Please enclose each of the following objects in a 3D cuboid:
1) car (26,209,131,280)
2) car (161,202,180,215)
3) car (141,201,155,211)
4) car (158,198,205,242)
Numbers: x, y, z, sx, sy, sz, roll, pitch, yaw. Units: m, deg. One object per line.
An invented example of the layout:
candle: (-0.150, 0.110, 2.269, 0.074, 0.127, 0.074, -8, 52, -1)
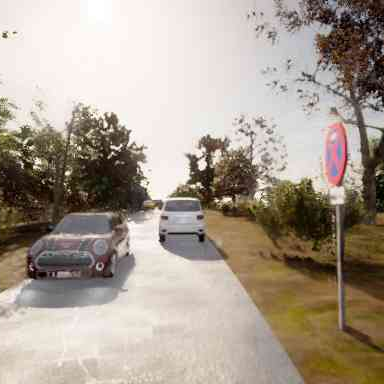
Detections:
car: (-3.163, 1.388, 10.157, 2.097, 1.767, 4.553, 0, 0, -3)
car: (-2.662, 1.922, 40.006, 2.033, 1.411, 5.357, 0, -1, -6)
car: (-6.683, 2.068, 50.695, 1.882, 1.535, 5.008, 0, -1, -5)
car: (-0.584, 1.310, 17.166, 2.150, 2.045, 5.566, 0, 0, -4)
